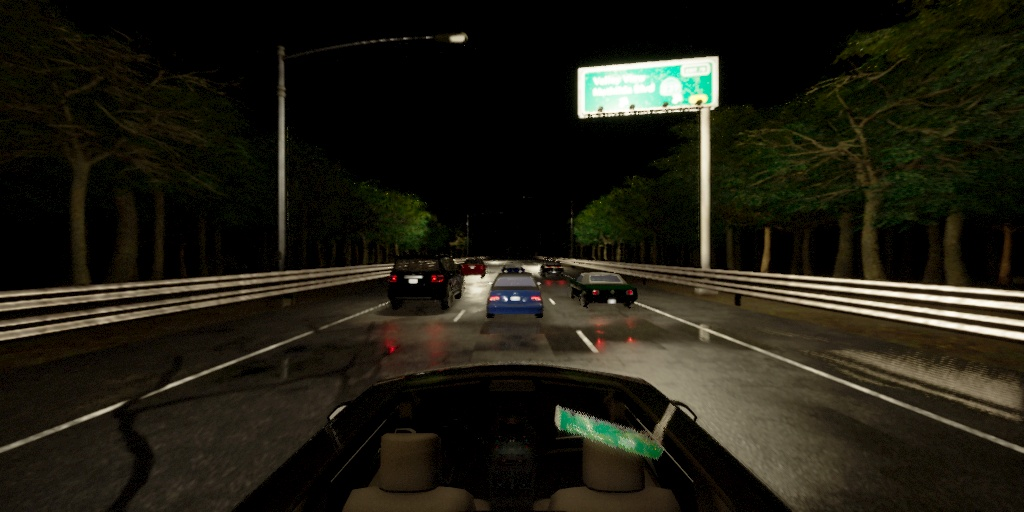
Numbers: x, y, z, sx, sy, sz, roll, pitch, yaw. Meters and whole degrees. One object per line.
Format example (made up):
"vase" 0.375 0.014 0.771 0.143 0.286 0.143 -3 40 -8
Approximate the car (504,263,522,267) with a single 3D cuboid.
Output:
"car" 0.088 1.279 31.704 1.895 1.301 4.718 0 0 0

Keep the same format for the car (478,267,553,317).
"car" 0.097 1.289 12.998 2.033 1.411 5.357 0 0 0

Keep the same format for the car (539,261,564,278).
"car" 3.602 1.163 33.041 2.128 1.511 4.902 0 0 0

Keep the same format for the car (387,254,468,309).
"car" -3.400 0.958 15.043 2.150 2.045 5.566 0 0 0

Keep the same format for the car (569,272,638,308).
"car" 3.602 1.338 15.112 1.895 1.301 4.718 0 0 0

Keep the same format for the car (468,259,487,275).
"car" -3.400 1.025 32.798 2.097 1.767 4.553 0 0 0
